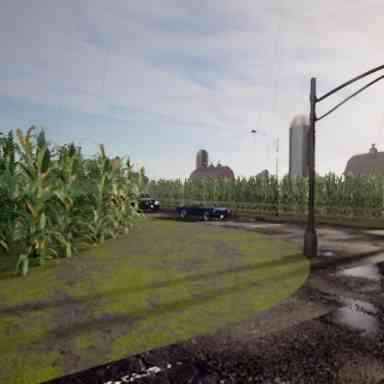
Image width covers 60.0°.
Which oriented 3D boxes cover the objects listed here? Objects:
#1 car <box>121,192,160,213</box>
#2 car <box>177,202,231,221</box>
[{"bbox_3d":[-5.525,1.011,34.273,2.150,2.045,5.566,2,-1,-38],"label":"car"},{"bbox_3d":[0.849,1.471,26.006,1.895,1.301,4.718,2,-1,-37],"label":"car"}]
